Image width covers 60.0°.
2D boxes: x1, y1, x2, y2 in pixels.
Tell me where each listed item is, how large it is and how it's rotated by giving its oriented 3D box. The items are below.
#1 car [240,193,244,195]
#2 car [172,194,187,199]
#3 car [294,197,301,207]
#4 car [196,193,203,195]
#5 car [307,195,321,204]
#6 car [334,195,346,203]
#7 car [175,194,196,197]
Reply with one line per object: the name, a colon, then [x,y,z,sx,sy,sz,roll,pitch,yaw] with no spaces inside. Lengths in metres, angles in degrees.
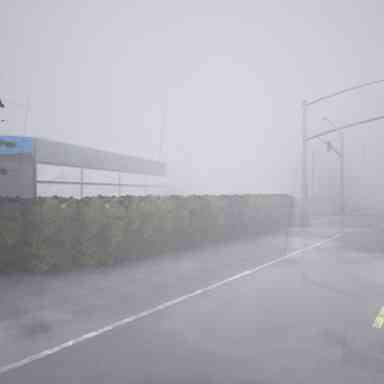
car: [12.034,1.077,78.193,1.905,1.878,3.866,0,0,38]
car: [-3.277,1.232,89.803,1.970,1.475,3.806,0,0,38]
car: [13.036,1.339,44.656,2.007,1.523,4.514,0,0,38]
car: [1.971,1.153,86.094,2.152,1.636,5.027,0,0,38]
car: [22.179,1.384,61.143,1.970,1.475,3.806,0,0,38]
car: [29.106,1.373,65.139,1.845,1.501,3.633,0,0,38]
car: [-1.875,1.298,66.108,2.007,1.523,4.514,0,0,38]
